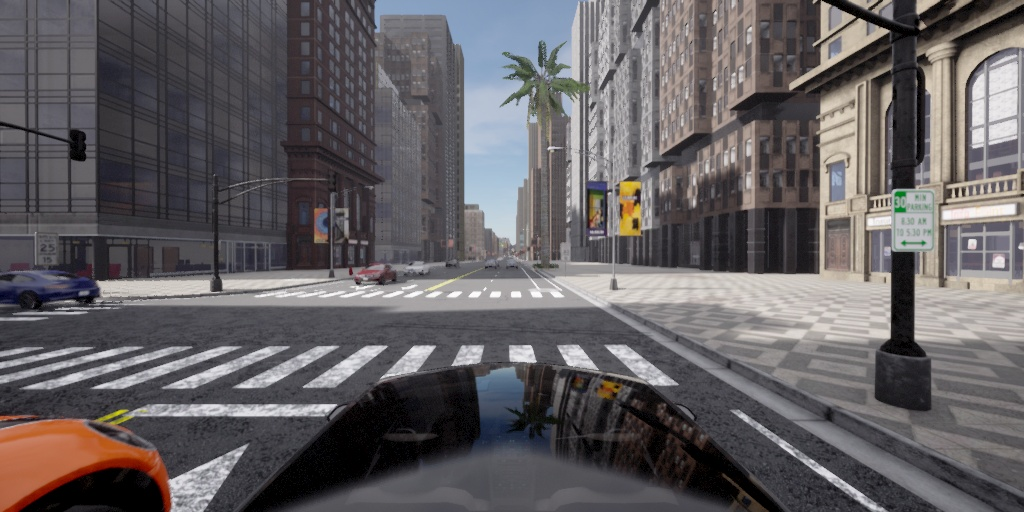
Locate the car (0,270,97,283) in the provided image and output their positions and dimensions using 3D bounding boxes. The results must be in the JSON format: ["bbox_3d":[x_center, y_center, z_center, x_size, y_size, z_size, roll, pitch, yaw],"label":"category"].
[{"bbox_3d":[-19.054,1.294,14.119,4.674,1.442,1.812,0,0,2],"label":"car"}]

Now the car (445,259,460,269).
[{"bbox_3d":[-9.754,1.290,59.049,1.837,1.490,4.892,0,-1,0],"label":"car"}]

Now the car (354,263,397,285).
[{"bbox_3d":[-9.847,1.277,26.316,1.812,1.442,4.674,0,0,-1],"label":"car"}]

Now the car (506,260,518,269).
[{"bbox_3d":[0.011,1.324,55.776,2.033,1.411,5.357,0,0,0],"label":"car"}]

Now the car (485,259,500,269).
[{"bbox_3d":[-3.239,1.324,55.777,2.033,1.411,5.357,0,0,0],"label":"car"}]

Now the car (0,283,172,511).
[{"bbox_3d":[-3.150,1.104,0.290,2.097,1.767,4.553,0,0,0],"label":"car"}]

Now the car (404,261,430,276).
[{"bbox_3d":[-9.839,1.282,37.401,1.812,1.442,4.674,0,1,0],"label":"car"}]
